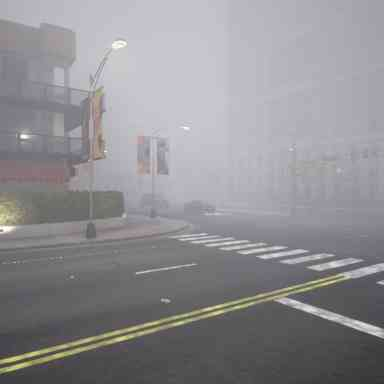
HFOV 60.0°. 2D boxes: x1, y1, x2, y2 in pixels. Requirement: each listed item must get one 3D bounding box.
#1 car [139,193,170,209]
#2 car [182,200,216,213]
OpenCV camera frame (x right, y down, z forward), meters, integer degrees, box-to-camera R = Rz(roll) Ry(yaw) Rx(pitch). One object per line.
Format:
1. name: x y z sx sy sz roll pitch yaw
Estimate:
1. car: -5.203 1.221 45.335 2.150 2.045 5.566 0 0 -35
2. car: 0.733 1.564 36.698 1.994 1.385 4.181 0 0 -35
